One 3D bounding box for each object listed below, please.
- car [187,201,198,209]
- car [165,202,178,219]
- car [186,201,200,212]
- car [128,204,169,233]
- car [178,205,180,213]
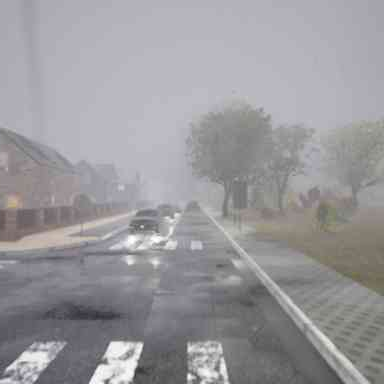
[{"bbox_3d":[0.179,2.502,66.939,2.128,1.511,4.902,0,-1,0],"label":"car"},{"bbox_3d":[-2.809,2.010,35.545,1.837,1.490,4.892,0,-1,0],"label":"car"},{"bbox_3d":[0.159,2.105,51.264,2.097,1.767,4.553,0,-1,0],"label":"car"},{"bbox_3d":[-2.854,1.807,21.797,1.837,1.490,4.892,0,-1,1],"label":"car"},{"bbox_3d":[-2.768,2.193,48.032,2.128,1.511,4.902,0,-1,0],"label":"car"}]
